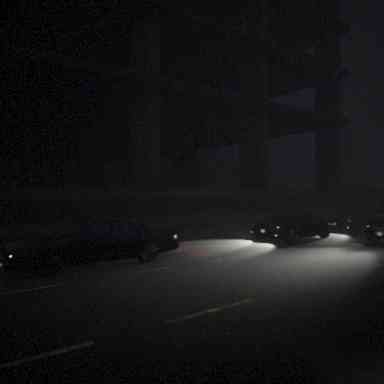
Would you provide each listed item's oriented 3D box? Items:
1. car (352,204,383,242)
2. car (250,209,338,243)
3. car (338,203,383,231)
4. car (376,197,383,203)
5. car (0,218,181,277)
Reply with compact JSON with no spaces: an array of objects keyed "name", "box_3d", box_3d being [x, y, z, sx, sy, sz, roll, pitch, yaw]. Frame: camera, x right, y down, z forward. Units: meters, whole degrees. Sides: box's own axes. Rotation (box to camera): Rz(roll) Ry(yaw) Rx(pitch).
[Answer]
[{"name":"car","box_3d":[9.746,1.465,15.140,4.902,1.511,2.128,0,0,-35]},{"name":"car","box_3d":[4.788,1.541,15.987,4.181,1.385,1.994,0,0,-35]},{"name":"car","box_3d":[9.335,1.532,19.123,4.181,1.385,1.994,0,0,-35]},{"name":"car","box_3d":[14.165,1.180,22.632,5.566,2.045,2.150,0,0,-35]},{"name":"car","box_3d":[-2.953,1.541,10.472,5.357,1.411,2.033,0,0,-35]}]
